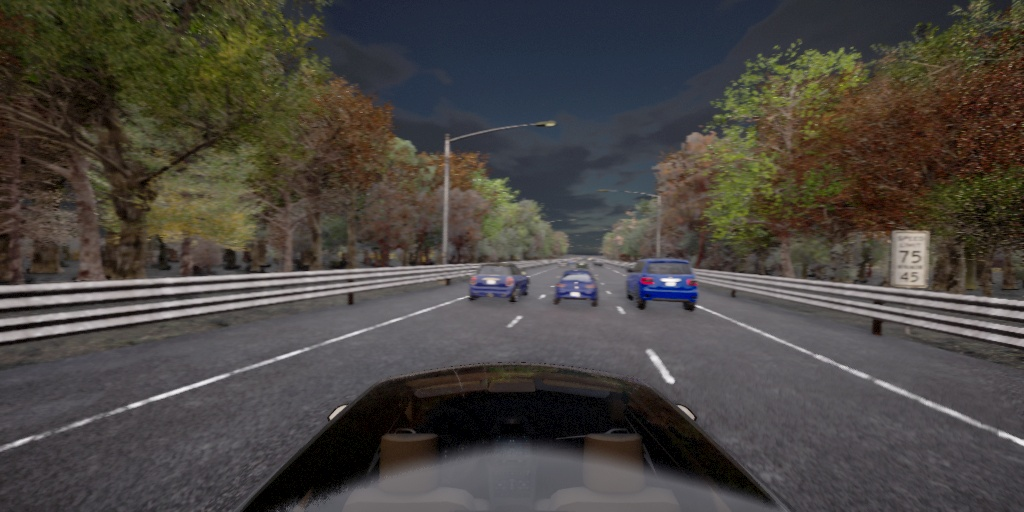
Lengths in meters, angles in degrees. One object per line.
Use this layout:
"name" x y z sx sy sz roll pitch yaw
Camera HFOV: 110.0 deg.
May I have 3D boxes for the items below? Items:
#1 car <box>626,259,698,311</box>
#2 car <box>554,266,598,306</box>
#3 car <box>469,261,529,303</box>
"car" 6.431 1.145 15.940 2.150 2.045 5.566 1 0 11
"car" 2.984 1.376 16.589 1.812 1.442 4.674 1 0 11
"car" -0.459 1.128 17.187 2.097 1.767 4.553 1 0 11
